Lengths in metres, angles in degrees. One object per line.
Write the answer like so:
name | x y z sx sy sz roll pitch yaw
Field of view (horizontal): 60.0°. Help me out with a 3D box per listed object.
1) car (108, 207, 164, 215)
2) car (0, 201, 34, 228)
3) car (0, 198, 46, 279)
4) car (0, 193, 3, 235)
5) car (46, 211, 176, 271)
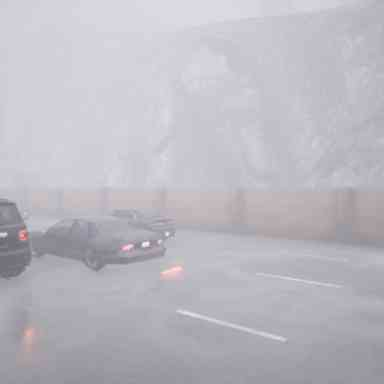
car | -2.956 1.421 14.749 4.892 1.490 1.837 0 0 36
car | -12.787 1.371 21.829 5.357 1.411 2.033 1 0 36
car | -6.381 1.145 8.584 5.566 2.045 2.150 1 0 36
car | -12.160 1.070 17.056 5.566 2.045 2.150 1 0 36
car | -3.321 1.480 10.698 5.357 1.411 2.033 1 0 36
